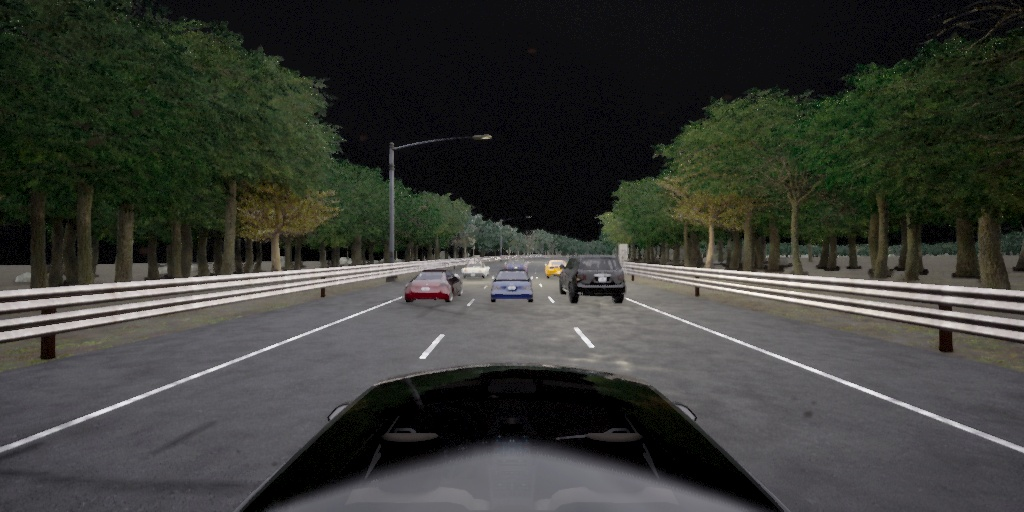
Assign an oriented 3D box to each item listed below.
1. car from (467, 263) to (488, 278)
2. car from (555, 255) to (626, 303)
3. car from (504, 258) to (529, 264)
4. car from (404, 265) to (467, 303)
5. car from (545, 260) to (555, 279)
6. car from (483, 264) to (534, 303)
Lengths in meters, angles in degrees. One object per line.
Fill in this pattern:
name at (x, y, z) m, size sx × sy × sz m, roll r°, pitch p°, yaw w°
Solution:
car at (-3.088, 1.244, 31.495) m, size 1.895 × 1.301 × 4.718 m, roll 0°, pitch 0°, yaw 3°
car at (3.515, 0.976, 16.504) m, size 2.150 × 2.045 × 5.566 m, roll 0°, pitch 0°, yaw 0°
car at (0.405, 0.992, 31.277) m, size 2.097 × 1.767 × 4.553 m, roll 0°, pitch 0°, yaw 3°
car at (-3.485, 1.292, 16.533) m, size 1.994 × 1.385 × 4.181 m, roll 0°, pitch 0°, yaw 0°
car at (3.903, 1.108, 31.151) m, size 1.882 × 1.535 × 5.008 m, roll 0°, pitch 0°, yaw 3°
car at (0.014, 1.282, 16.504) m, size 2.033 × 1.411 × 5.357 m, roll 0°, pitch 0°, yaw 0°
